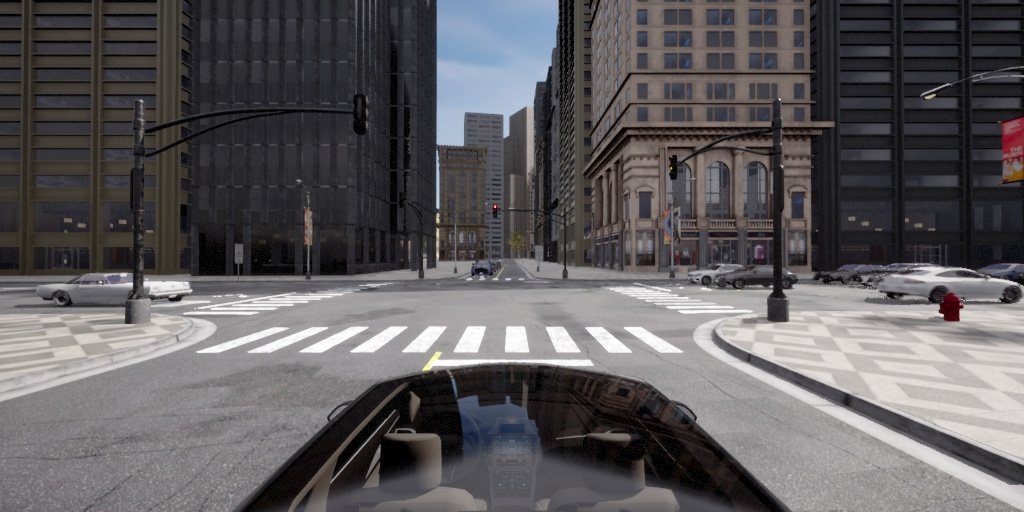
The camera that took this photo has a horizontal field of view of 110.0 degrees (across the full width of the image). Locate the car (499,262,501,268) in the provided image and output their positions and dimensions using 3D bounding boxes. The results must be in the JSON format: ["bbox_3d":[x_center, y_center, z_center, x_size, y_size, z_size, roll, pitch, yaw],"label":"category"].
[{"bbox_3d":[-3.052,1.394,55.417,1.994,1.385,4.181,0,0,0],"label":"car"}]

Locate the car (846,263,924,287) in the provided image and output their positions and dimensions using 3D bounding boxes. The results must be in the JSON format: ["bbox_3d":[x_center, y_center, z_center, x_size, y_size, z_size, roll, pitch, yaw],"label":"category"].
[{"bbox_3d":[23.813,1.180,21.717,4.902,1.511,2.128,0,0,0],"label":"car"}]

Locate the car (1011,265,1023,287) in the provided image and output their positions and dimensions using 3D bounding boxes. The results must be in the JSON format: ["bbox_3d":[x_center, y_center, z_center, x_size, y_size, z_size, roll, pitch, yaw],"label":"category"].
[{"bbox_3d":[33.685,1.229,21.717,4.181,1.385,1.994,0,0,0],"label":"car"}]

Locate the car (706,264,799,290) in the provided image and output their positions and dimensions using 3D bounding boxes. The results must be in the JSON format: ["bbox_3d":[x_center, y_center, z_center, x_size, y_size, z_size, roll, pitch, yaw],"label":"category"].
[{"bbox_3d":[14.703,1.237,21.703,4.674,1.442,1.812,0,0,-1],"label":"car"}]

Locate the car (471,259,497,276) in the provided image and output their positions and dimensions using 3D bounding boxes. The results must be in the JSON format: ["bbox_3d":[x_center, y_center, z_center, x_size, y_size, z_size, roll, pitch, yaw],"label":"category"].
[{"bbox_3d":[-3.046,1.141,37.614,2.097,1.767,4.553,0,0,0],"label":"car"}]

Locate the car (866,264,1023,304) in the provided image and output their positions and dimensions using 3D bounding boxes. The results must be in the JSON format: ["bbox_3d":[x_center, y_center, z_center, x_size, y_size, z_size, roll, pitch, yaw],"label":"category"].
[{"bbox_3d":[18.170,1.179,15.014,4.674,1.442,1.812,0,0,0],"label":"car"}]

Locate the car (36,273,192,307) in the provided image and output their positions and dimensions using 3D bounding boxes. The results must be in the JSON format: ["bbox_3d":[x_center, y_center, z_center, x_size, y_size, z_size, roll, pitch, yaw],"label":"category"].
[{"bbox_3d":[-16.375,1.365,14.983,4.718,1.301,1.895,0,0,0],"label":"car"}]

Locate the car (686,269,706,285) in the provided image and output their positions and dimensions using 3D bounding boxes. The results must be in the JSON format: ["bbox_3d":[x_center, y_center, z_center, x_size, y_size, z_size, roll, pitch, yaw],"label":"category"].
[{"bbox_3d":[14.638,1.261,24.963,4.674,1.442,1.812,0,0,0],"label":"car"}]

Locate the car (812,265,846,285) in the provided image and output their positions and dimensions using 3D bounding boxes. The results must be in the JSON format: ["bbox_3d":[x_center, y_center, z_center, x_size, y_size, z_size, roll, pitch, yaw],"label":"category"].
[{"bbox_3d":[24.220,1.259,24.968,5.357,1.411,2.033,0,0,0],"label":"car"}]

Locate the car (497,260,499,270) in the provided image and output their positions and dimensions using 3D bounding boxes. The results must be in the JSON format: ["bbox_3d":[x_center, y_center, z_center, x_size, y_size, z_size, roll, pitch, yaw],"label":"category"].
[{"bbox_3d":[-3.056,1.372,46.386,1.994,1.385,4.181,0,0,0],"label":"car"}]

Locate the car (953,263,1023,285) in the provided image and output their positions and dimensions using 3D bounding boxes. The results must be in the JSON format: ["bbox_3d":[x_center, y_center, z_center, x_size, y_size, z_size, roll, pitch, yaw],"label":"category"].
[{"bbox_3d":[34.648,1.234,24.975,5.357,1.411,2.033,0,0,-1],"label":"car"}]
